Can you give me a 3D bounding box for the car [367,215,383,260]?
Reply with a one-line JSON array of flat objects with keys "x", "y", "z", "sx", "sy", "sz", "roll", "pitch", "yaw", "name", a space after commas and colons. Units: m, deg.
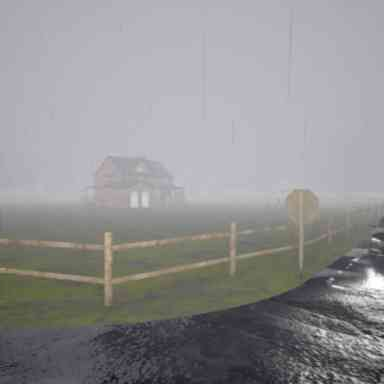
[{"x": 7.659, "y": 1.541, "z": 12.028, "sx": 2.128, "sy": 1.511, "sz": 4.902, "roll": 0, "pitch": 0, "yaw": 36, "name": "car"}]
